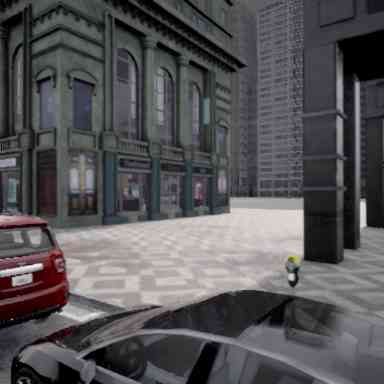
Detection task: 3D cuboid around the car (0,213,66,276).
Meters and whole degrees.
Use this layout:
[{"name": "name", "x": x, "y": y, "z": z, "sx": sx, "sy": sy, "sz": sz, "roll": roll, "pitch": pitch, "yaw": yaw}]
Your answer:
[{"name": "car", "x": -4.316, "y": 1.309, "z": 6.045, "sx": 5.009, "sy": 1.841, "sz": 2.192, "roll": 0, "pitch": 0, "yaw": 35}]

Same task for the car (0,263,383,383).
[{"name": "car", "x": 0.245, "y": 1.565, "z": 2.793, "sx": 4.313, "sy": 1.339, "sz": 1.947, "roll": 0, "pitch": 0, "yaw": 35}]
